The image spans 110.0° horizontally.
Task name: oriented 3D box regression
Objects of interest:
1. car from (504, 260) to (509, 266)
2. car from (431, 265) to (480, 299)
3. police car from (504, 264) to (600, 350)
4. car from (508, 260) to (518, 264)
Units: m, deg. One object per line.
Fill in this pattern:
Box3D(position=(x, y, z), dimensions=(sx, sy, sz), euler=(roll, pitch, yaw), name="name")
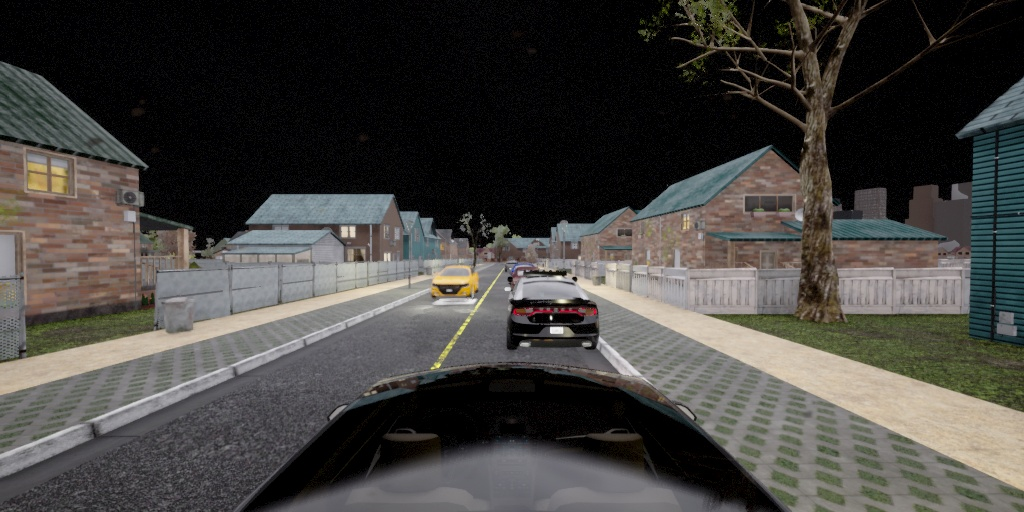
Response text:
Box3D(position=(0.040, 1.302, 47.602), dimensions=(2.128, 1.511, 4.902), euler=(0, 0, 0), name="car")
Box3D(position=(-2.747, 1.233, 18.184), dimensions=(1.882, 1.535, 5.008), euler=(0, 0, 0), name="car")
Box3D(position=(0.828, 1.175, 9.223), dimensions=(1.930, 1.638, 5.238), euler=(0, 0, 0), name="police car")
Box3D(position=(0.828, 1.242, 25.116), dimensions=(1.882, 1.535, 5.008), euler=(0, 0, 0), name="car")
